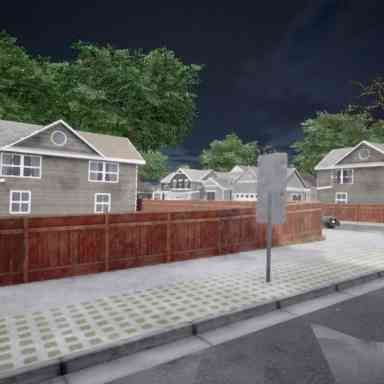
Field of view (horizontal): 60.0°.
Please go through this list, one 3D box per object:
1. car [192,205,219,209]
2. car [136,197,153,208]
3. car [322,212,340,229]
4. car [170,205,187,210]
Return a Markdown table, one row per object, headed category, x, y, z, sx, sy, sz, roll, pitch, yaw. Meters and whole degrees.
| category | x | y | z | sx | sy | sz | roll | pitch | yaw |
| --- | --- | --- | --- | --- | --- | --- | --- | --- | --- |
| car | 1.882 | 1.885 | 30.855 | 1.895 | 1.301 | 4.718 | 2 | -2 | -36 |
| car | -6.680 | 1.653 | 42.384 | 2.150 | 2.045 | 5.566 | 3 | -2 | -37 |
| car | 7.751 | 1.725 | 22.568 | 1.994 | 1.385 | 4.181 | 3 | -2 | -36 |
| car | -0.864 | 2.005 | 39.552 | 1.812 | 1.442 | 4.674 | 3 | -2 | -37 |
